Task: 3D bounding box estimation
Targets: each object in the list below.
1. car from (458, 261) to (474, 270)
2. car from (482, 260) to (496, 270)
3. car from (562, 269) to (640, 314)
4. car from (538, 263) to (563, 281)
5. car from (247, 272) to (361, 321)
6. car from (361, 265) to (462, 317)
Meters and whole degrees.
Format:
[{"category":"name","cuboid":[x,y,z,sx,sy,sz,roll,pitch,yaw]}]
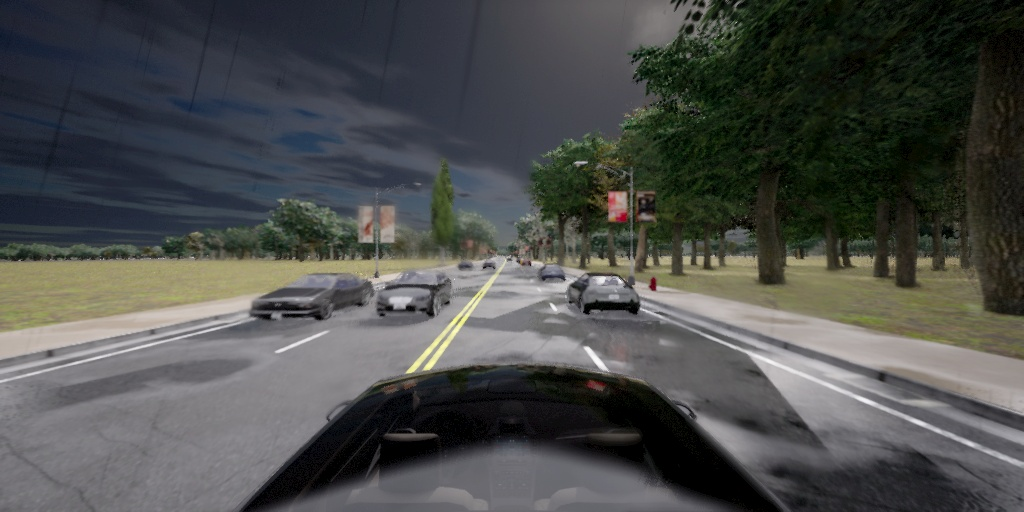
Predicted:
[{"category":"car","cuboid":[-6.701,1.360,52.632,1.895,1.301,4.718,0,0,0]},{"category":"car","cuboid":[-3.449,1.308,54.405,2.033,1.411,5.357,0,0,0]},{"category":"car","cuboid":[3.342,1.313,13.762,1.994,1.385,4.181,0,0,0]},{"category":"car","cuboid":[3.308,1.312,30.319,1.994,1.385,4.181,0,0,0]},{"category":"car","cuboid":[-6.606,1.297,12.712,2.033,1.411,5.357,0,0,0]},{"category":"car","cuboid":[-3.356,1.241,13.152,2.128,1.511,4.902,0,0,0]}]
